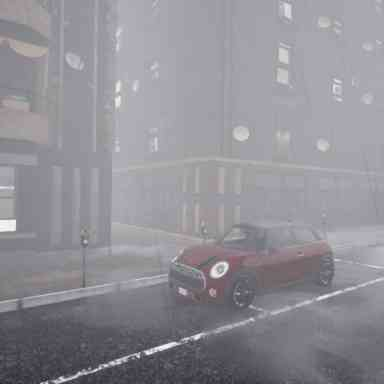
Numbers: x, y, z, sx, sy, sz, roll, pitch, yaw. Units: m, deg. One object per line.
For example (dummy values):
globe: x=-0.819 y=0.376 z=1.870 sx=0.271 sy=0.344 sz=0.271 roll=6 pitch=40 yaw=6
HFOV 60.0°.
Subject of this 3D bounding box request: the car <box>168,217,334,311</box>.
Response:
car: x=1.446 y=1.442 z=7.734 sx=4.097 sy=1.590 sz=1.967 roll=0 pitch=1 yaw=-35
